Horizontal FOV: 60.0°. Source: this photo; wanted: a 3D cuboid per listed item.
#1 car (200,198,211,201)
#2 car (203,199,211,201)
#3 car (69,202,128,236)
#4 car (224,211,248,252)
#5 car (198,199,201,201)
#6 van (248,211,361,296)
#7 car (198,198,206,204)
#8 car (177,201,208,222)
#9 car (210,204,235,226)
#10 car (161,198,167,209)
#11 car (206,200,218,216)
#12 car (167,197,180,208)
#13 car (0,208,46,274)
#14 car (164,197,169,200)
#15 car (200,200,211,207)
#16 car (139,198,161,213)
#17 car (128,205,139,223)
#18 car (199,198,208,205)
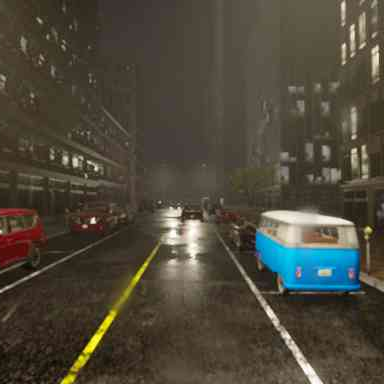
[{"bbox_3d":[2.660,2.092,54.216,1.887,1.381,4.507,1,-1,0],"label":"car"},{"bbox_3d":[2.662,2.002,42.821,1.947,1.339,4.313,1,-1,0],"label":"car"},{"bbox_3d":[-5.675,1.525,20.153,2.192,1.841,5.009,1,-1,0],"label":"car"},{"bbox_3d":[2.677,1.717,14.332,1.947,1.339,4.313,1,-1,0],"label":"car"},{"bbox_3d":[-0.011,2.145,53.986,1.895,1.301,4.718,0,-1,0],"label":"car"},{"bbox_3d":[2.716,1.433,8.638,1.690,1.788,3.998,1,-1,0],"label":"van"},{"bbox_3d":[2.653,2.405,88.571,1.752,1.417,4.829,1,-1,0],"label":"car"},{"bbox_3d":[0.044,1.793,29.150,2.128,1.511,4.902,0,-1,0],"label":"car"},{"bbox_3d":[2.665,1.849,25.727,1.802,1.307,4.206,1,-1,0],"label":"car"},{"bbox_3d":[-5.688,2.114,54.339,1.947,1.339,4.313,1,-1,0],"label":"car"},{"bbox_3d":[2.663,1.947,37.123,1.947,1.339,4.313,1,-1,0],"label":"car"},{"bbox_3d":[-3.043,2.143,62.523,1.837,1.490,4.892,0,-1,1],"label":"car"},{"bbox_3d":[-5.673,1.408,8.758,2.192,1.841,5.009,1,-1,0],"label":"car"},{"bbox_3d":[-5.687,2.084,77.132,2.192,1.841,5.009,1,-1,0],"label":"car"},{"bbox_3d":[2.657,2.224,65.610,1.947,1.339,4.313,1,-1,0],"label":"car"},{"bbox_3d":[-5.680,1.752,42.946,2.192,1.841,5.009,1,-1,0],"label":"car"},{"bbox_3d":[-5.679,1.708,25.851,1.967,1.590,4.097,1,-1,0],"label":"car"},{"bbox_3d":[2.657,2.208,77.007,1.967,1.590,4.097,1,-1,0],"label":"car"}]
